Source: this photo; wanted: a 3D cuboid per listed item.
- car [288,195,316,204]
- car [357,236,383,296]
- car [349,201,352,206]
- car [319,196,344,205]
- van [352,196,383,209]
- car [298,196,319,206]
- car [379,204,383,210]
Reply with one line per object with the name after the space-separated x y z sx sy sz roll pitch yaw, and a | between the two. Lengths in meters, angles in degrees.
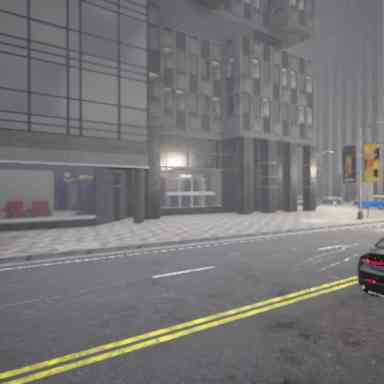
19.705 1.335 59.743 1.887 1.381 4.507 0 0 -35 | car
5.620 1.523 7.452 4.892 1.490 1.837 0 0 -36 | car
26.211 1.457 50.566 1.947 1.339 4.313 0 0 -35 | car
22.958 1.392 55.155 2.008 1.369 4.403 0 0 -35 | car
22.511 1.327 41.046 1.690 1.788 3.998 0 0 -35 | van
16.102 1.412 50.085 1.752 1.417 4.829 0 0 -35 | car
15.032 1.659 22.279 5.357 1.411 2.033 0 0 -36 | car
